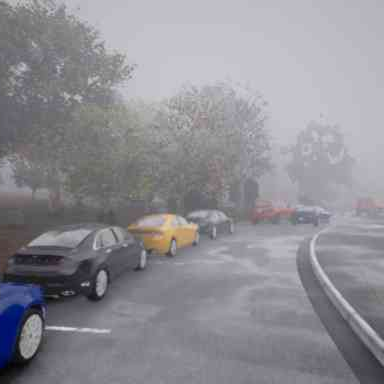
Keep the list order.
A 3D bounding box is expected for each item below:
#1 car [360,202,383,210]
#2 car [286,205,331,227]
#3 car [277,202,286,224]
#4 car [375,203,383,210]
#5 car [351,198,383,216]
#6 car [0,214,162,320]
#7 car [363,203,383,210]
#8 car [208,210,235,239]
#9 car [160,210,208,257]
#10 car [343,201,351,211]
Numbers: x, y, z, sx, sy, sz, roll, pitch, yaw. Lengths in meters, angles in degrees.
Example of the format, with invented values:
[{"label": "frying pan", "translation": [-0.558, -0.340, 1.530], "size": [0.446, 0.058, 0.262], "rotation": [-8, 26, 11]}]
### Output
[{"label": "car", "translation": [39.020, 3.043, 72.175], "size": [4.553, 1.767, 2.185], "rotation": [-2, -3, 24]}, {"label": "car", "translation": [9.338, 1.812, 25.879], "size": [1.882, 1.535, 5.008], "rotation": [-2, -2, 37]}, {"label": "car", "translation": [10.990, 2.005, 33.544], "size": [2.097, 1.535, 5.008], "rotation": [-2, -2, 43]}, {"label": "car", "translation": [47.407, 3.430, 80.514], "size": [5.366, 1.575, 1.946], "rotation": [-2, -3, 24]}, {"label": "car", "translation": [20.729, 1.690, 38.164], "size": [5.566, 2.045, 2.150], "rotation": [0, -2, -44]}, {"label": "car", "translation": [-2.574, 1.551, 8.592], "size": [2.231, 1.521, 4.892], "rotation": [0, -1, 10]}, {"label": "car", "translation": [41.028, 3.266, 74.293], "size": [4.792, 1.488, 2.163], "rotation": [-2, -3, 24]}, {"label": "car", "translation": [1.002, 1.776, 19.325], "size": [2.231, 1.521, 4.892], "rotation": [-1, -2, 26]}, {"label": "car", "translation": [-1.131, 1.670, 13.997], "size": [2.097, 1.535, 5.008], "rotation": [-1, -1, 18]}, {"label": "car", "translation": [32.836, 2.723, 65.879], "size": [5.566, 2.045, 2.435], "rotation": [-2, -3, 24]}]
